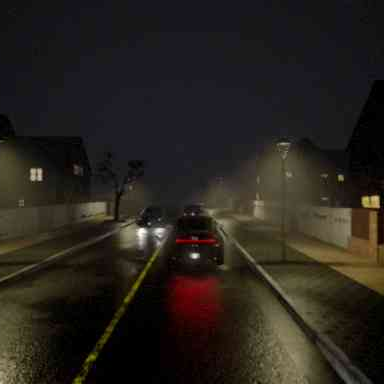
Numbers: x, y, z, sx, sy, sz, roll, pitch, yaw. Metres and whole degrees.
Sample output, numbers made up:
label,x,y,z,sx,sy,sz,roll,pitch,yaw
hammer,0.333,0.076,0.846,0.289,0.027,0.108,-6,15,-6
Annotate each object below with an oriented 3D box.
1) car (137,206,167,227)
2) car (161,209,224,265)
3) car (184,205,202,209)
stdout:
label,x,y,z,sx,sy,sz,roll,pitch,yaw
car,-2.857,1.779,25.013,2.033,1.411,5.357,0,-1,0
car,0.087,1.615,12.165,1.837,1.490,4.892,0,0,0
car,0.086,1.810,28.144,2.033,1.411,5.357,0,-1,0
